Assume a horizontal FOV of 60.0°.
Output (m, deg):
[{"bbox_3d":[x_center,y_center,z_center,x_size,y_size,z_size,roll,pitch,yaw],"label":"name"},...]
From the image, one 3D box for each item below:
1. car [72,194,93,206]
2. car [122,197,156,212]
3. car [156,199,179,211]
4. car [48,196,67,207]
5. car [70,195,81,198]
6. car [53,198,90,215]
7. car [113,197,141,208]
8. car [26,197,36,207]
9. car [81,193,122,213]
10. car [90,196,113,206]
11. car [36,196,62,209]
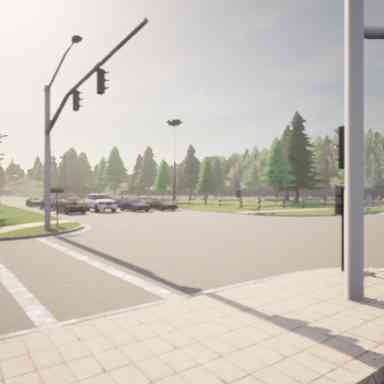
[{"bbox_3d":[-17.789,1.306,53.923,2.097,1.767,4.553,0,0,-35],"label":"car"},{"bbox_3d":[-6.655,1.510,38.131,2.033,1.411,5.357,0,0,-35],"label":"car"},{"bbox_3d":[-3.734,1.505,40.070,2.033,1.411,5.357,0,0,-35],"label":"car"},{"bbox_3d":[-21.538,1.435,53.157,1.882,1.535,5.008,0,0,-35],"label":"car"},{"bbox_3d":[-15.848,1.440,45.061,1.882,1.535,5.008,0,0,-35],"label":"car"},{"bbox_3d":[-12.387,1.572,34.107,1.895,1.301,4.718,0,0,-35],"label":"car"},{"bbox_3d":[-9.553,1.501,48.295,2.033,1.411,5.357,0,0,-35],"label":"car"},{"bbox_3d":[-23.662,1.510,50.075,2.033,1.411,5.357,0,0,-36],"label":"car"},{"bbox_3d":[-10.210,1.188,37.103,2.150,2.045,5.566,0,0,-34],"label":"car"},{"bbox_3d":[-15.538,1.496,56.847,2.033,1.411,5.357,0,0,-34],"label":"car"},{"bbox_3d":[-17.768,1.472,41.712,1.837,1.490,4.892,0,0,-35],"label":"car"}]
